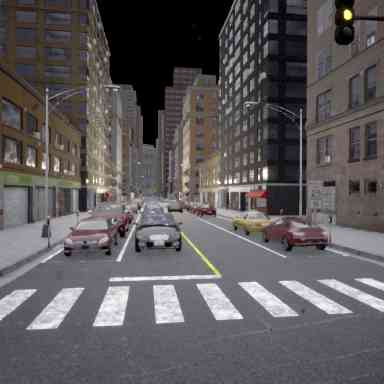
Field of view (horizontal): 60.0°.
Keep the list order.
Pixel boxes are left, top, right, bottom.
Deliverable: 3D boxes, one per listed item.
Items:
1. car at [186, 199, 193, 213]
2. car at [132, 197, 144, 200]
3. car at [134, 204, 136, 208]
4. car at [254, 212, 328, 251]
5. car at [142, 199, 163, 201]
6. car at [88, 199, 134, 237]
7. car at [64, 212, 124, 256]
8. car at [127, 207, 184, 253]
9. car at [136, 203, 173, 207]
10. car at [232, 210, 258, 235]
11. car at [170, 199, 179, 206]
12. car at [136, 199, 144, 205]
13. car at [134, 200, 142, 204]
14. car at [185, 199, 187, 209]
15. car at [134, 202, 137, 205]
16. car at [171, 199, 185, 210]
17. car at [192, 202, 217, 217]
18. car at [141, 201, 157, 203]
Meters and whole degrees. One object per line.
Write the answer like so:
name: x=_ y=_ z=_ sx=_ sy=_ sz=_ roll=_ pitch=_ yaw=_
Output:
car: x=0.841 y=1.963 z=42.384 sx=1.967 sy=1.590 sz=4.097 roll=0 pitch=-1 yaw=-7
car: x=-9.054 y=1.937 z=52.297 sx=2.192 sy=1.841 sz=5.009 roll=0 pitch=-1 yaw=-7
car: x=-5.444 y=1.814 z=24.706 sx=1.887 sy=1.381 sz=4.507 roll=0 pitch=-1 yaw=-7
car: x=4.449 y=1.761 z=14.803 sx=1.802 sy=1.307 sz=4.206 roll=0 pitch=-1 yaw=-7
car: x=-5.265 y=2.015 z=43.983 sx=2.128 sy=1.511 sz=4.902 roll=0 pitch=-1 yaw=-7
car: x=-4.724 y=1.516 z=19.191 sx=2.192 sy=1.841 sz=5.009 roll=0 pitch=-1 yaw=-7
car: x=-4.001 y=1.716 z=13.671 sx=1.802 sy=1.307 sz=4.206 roll=0 pitch=-1 yaw=-7
car: x=-1.534 y=1.648 z=14.697 sx=2.128 sy=1.511 sz=4.902 roll=0 pitch=-1 yaw=-8
car: x=-2.745 y=1.761 z=24.017 sx=2.128 sy=1.511 sz=4.902 roll=0 pitch=-1 yaw=-7
car: x=3.705 y=1.773 z=20.488 sx=1.752 sy=1.417 sz=4.829 roll=0 pitch=-1 yaw=-7
car: x=-4.228 y=2.544 z=81.167 sx=1.752 sy=1.417 sz=4.829 roll=0 pitch=-1 yaw=-7
car: x=-13.379 y=2.606 z=85.402 sx=1.947 sy=1.339 sz=4.313 roll=0 pitch=-1 yaw=-7
car: x=-7.608 y=2.029 z=41.258 sx=2.008 sy=1.369 sz=4.403 roll=0 pitch=-1 yaw=-7
car: x=0.121 y=2.139 z=47.900 sx=1.887 sy=1.381 sz=4.507 roll=0 pitch=-1 yaw=-7
car: x=-6.143 y=1.861 z=30.055 sx=1.752 sy=1.417 sz=4.829 roll=0 pitch=-1 yaw=-7
car: x=-2.505 y=2.134 z=46.794 sx=1.994 sy=1.385 sz=4.181 roll=0 pitch=-1 yaw=-7
car: x=1.564 y=1.997 z=36.867 sx=1.887 sy=1.381 sz=4.507 roll=0 pitch=-1 yaw=-7
car: x=-3.966 y=1.916 z=33.632 sx=1.812 sy=1.442 sz=4.674 roll=0 pitch=-1 yaw=-7
